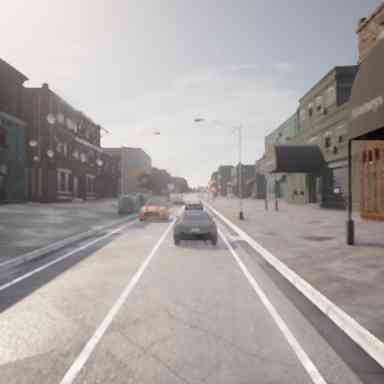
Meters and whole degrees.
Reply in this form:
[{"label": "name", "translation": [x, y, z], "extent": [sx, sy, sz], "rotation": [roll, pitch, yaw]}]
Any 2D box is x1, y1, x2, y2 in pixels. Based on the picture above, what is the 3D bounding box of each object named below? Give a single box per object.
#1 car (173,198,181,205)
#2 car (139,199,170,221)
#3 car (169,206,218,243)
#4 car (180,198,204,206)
[{"label": "car", "translation": [-2.757, 1.883, 67.507], "extent": [1.895, 1.301, 4.718], "rotation": [0, 0, 0]}, {"label": "car", "translation": [-3.000, 1.391, 27.137], "extent": [2.097, 1.767, 4.553], "rotation": [0, 0, 0]}, {"label": "car", "translation": [0.156, 1.577, 16.075], "extent": [1.994, 1.385, 4.181], "rotation": [0, 0, 0]}, {"label": "car", "translation": [0.221, 1.556, 33.660], "extent": [2.128, 1.511, 4.902], "rotation": [0, 0, 0]}]
